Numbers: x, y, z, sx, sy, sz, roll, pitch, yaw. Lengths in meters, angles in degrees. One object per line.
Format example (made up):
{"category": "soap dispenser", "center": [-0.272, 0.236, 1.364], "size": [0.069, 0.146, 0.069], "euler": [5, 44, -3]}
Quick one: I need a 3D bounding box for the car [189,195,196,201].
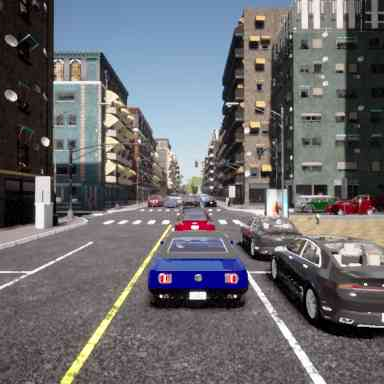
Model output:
{"category": "car", "center": [0.204, 1.591, 90.114], "size": [1.812, 1.442, 4.674], "euler": [0, 0, 0]}

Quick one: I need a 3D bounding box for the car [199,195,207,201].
{"category": "car", "center": [2.905, 1.611, 89.680], "size": [1.887, 1.381, 4.507], "euler": [1, 0, 0]}

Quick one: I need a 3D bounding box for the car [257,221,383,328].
{"category": "car", "center": [2.846, 1.555, 6.920], "size": [2.008, 1.369, 4.403], "euler": [1, 0, 0]}

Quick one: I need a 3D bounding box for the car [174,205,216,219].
{"category": "car", "center": [0.134, 1.575, 17.169], "size": [1.994, 1.385, 4.181], "euler": [0, 0, 0]}

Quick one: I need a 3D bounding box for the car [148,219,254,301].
{"category": "car", "center": [0.118, 1.606, 8.306], "size": [1.895, 1.301, 4.718], "euler": [0, 0, 0]}

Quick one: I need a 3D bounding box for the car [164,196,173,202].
{"category": "car", "center": [-5.501, 1.624, 78.598], "size": [1.947, 1.339, 4.313], "euler": [1, 0, 0]}

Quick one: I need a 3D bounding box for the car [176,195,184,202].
{"category": "car", "center": [-2.821, 1.558, 79.019], "size": [1.837, 1.490, 4.892], "euler": [0, 0, 0]}

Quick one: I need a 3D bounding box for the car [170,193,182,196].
{"category": "car", "center": [-2.945, 1.263, 58.668], "size": [2.150, 2.045, 5.566], "euler": [0, 0, 1]}

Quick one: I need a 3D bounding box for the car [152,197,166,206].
{"category": "car", "center": [-5.551, 1.585, 56.314], "size": [1.887, 1.381, 4.507], "euler": [1, 0, 0]}

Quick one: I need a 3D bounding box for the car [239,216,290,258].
{"category": "car", "center": [2.859, 1.559, 12.490], "size": [2.008, 1.369, 4.403], "euler": [1, 0, 0]}

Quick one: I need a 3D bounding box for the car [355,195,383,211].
{"category": "car", "center": [19.376, 1.240, 37.426], "size": [5.009, 1.841, 2.192], "euler": [0, 0, 1]}

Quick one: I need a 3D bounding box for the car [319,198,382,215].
{"category": "car", "center": [13.769, 1.422, 29.097], "size": [4.206, 1.307, 1.802], "euler": [0, 0, 1]}

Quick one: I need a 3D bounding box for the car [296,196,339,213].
{"category": "car", "center": [13.414, 1.284, 34.899], "size": [4.553, 1.767, 2.097], "euler": [0, -1, 1]}

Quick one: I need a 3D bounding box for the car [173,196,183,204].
{"category": "car", "center": [-2.853, 1.614, 68.609], "size": [1.994, 1.385, 4.181], "euler": [0, 0, 0]}

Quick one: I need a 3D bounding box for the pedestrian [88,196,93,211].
{"category": "pedestrian", "center": [-12.436, 1.361, 40.683], "size": [0.375, 1.860, 0.375], "euler": [0, 0, 1]}

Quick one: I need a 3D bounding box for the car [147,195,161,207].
{"category": "car", "center": [-5.560, 1.351, 50.742], "size": [2.192, 1.841, 5.009], "euler": [1, 0, 0]}

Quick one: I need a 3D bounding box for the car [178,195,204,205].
{"category": "car", "center": [-0.040, 1.537, 43.226], "size": [2.128, 1.511, 4.902], "euler": [0, 1, 7]}

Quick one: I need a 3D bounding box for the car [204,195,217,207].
{"category": "car", "center": [2.816, 1.601, 50.683], "size": [1.947, 1.339, 4.313], "euler": [1, 0, 0]}

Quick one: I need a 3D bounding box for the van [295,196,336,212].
{"category": "van", "center": [13.849, 1.309, 37.478], "size": [3.998, 1.788, 1.690], "euler": [0, 0, 1]}

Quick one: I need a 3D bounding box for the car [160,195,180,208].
{"category": "car", "center": [-2.992, 1.581, 48.667], "size": [2.033, 1.411, 5.357], "euler": [0, 0, 1]}
